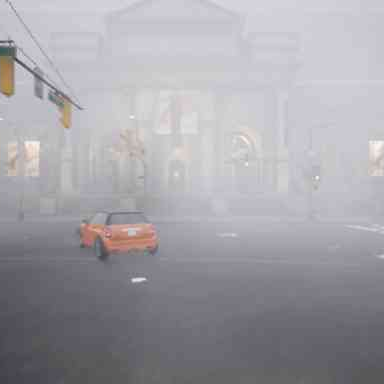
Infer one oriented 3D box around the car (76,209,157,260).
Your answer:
[{"bbox_3d":[-3.132,1.454,13.240,2.097,1.767,4.553,0,0,-30],"label":"car"}]
